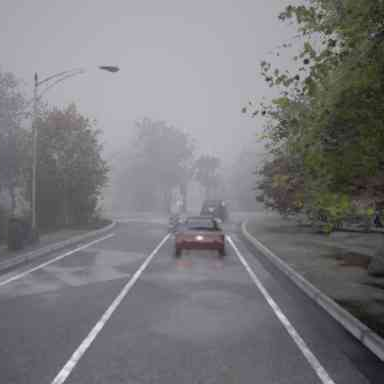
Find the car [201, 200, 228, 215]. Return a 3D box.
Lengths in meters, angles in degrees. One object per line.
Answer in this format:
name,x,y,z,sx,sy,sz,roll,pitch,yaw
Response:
car,2.179,1.764,31.634,2.150,2.045,5.566,0,-2,11

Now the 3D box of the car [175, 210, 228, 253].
car,0.349,1.689,14.284,1.994,1.385,4.181,0,-1,2
